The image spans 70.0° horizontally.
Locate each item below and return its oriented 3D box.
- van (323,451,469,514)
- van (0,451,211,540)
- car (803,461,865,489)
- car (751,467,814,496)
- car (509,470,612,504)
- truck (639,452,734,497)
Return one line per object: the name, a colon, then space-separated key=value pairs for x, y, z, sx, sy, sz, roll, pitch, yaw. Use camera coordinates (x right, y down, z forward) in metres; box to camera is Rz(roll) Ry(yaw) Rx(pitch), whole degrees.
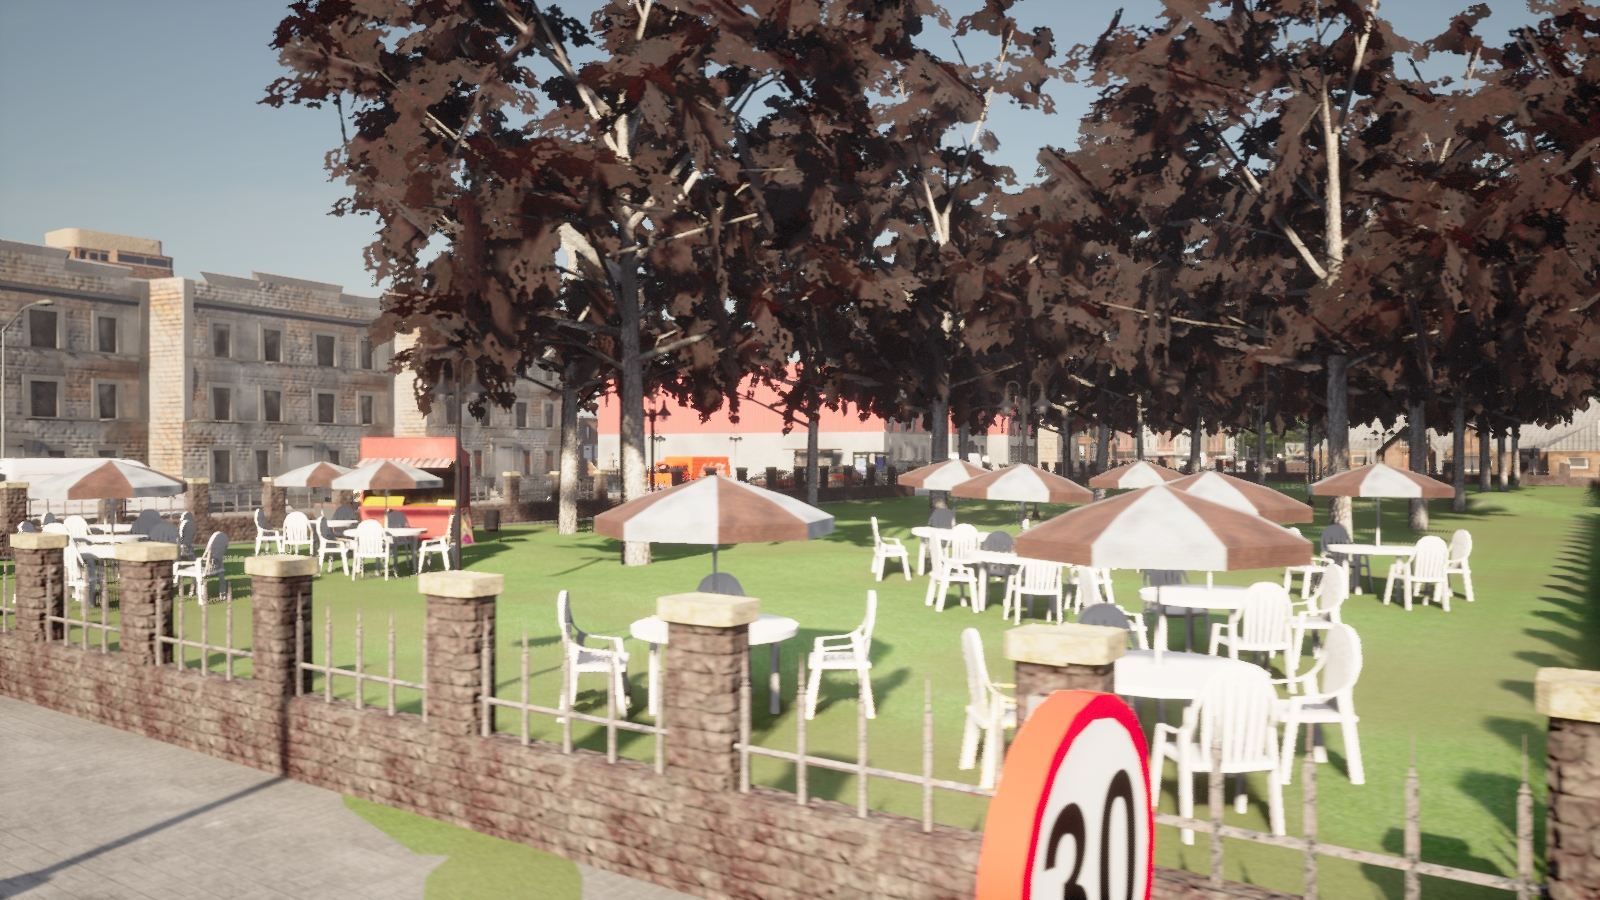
van: x=-17.400 y=1.320 z=49.508 sx=1.988 sy=2.561 sz=5.915 roll=0 pitch=0 yaw=35
van: x=-22.061 y=1.318 z=36.045 sx=1.988 sy=2.561 sz=5.915 roll=0 pitch=0 yaw=36
car: x=2.345 y=1.690 z=77.783 sx=2.097 sy=1.767 sz=4.553 roll=0 pitch=0 yaw=35
car: x=-1.002 y=1.810 z=65.972 sx=1.789 sy=1.549 sz=3.705 roll=0 pitch=0 yaw=35
car: x=-11.942 y=1.819 z=57.318 sx=2.097 sy=1.535 sz=5.006 roll=0 pitch=0 yaw=35
truck: x=-6.432 y=1.353 z=65.193 sx=2.627 sy=2.467 sz=5.204 roll=0 pitch=0 yaw=35
